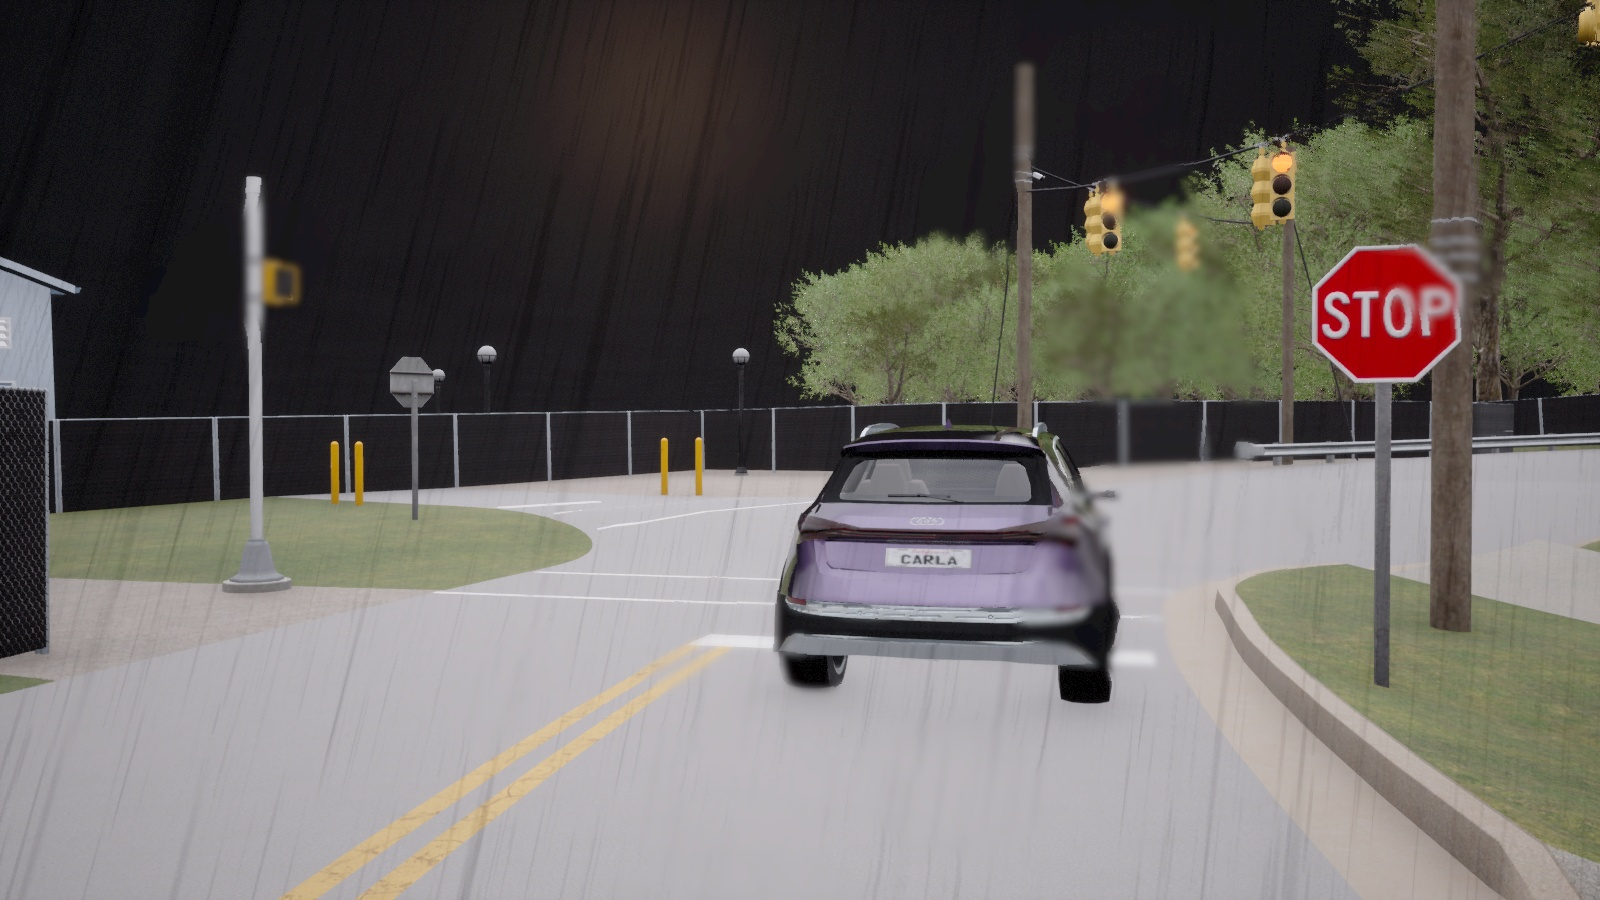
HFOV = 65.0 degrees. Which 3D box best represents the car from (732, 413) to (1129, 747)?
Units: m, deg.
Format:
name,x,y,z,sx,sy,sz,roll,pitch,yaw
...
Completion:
name,x,y,z,sx,sy,sz,roll,pitch,yaw
car,1.199,0.626,8.790,2.033,1.649,4.856,0,0,14
